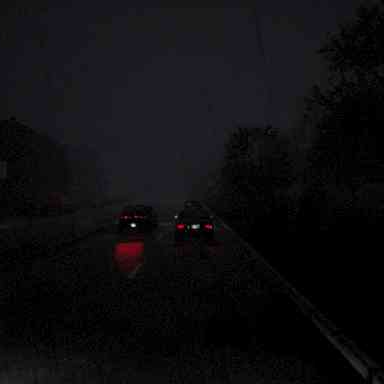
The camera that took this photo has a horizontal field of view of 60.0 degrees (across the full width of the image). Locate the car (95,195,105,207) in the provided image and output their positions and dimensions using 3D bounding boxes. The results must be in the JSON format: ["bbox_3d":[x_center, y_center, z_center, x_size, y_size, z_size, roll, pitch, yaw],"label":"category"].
[{"bbox_3d":[-15.490,1.378,51.204,2.185,1.767,4.553,0,0,0],"label":"car"}]

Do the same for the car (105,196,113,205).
[{"bbox_3d":[-15.502,1.384,56.730,2.185,1.767,4.553,0,0,0],"label":"car"}]

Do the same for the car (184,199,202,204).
[{"bbox_3d":[0.106,1.528,38.442,2.128,1.511,4.902,0,0,0],"label":"car"}]

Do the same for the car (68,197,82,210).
[{"bbox_3d":[-15.465,1.491,40.128,2.097,1.535,5.008,0,0,0],"label":"car"}]

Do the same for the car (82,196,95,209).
[{"bbox_3d":[-15.478,1.498,45.654,2.231,1.521,4.892,0,0,0],"label":"car"}]

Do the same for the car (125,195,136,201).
[{"bbox_3d":[-15.585,1.583,84.390,2.002,1.452,4.674,-2,0,0],"label":"car"}]

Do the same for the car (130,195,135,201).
[{"bbox_3d":[-15.555,1.566,78.894,2.163,1.488,4.792,0,0,0],"label":"car"}]

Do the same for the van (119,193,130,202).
[{"bbox_3d":[-15.540,1.304,73.282,1.878,1.987,4.442,0,0,0],"label":"van"}]

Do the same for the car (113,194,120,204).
[{"bbox_3d":[-15.516,1.557,62.351,2.002,1.452,4.674,0,0,0],"label":"car"}]

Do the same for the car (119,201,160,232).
[{"bbox_3d":[-3.146,1.524,20.224,1.837,1.490,4.892,0,0,0],"label":"car"}]

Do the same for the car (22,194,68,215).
[{"bbox_3d":[-15.452,1.233,34.695,2.435,2.045,5.566,0,0,0],"label":"car"}]

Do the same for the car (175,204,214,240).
[{"bbox_3d":[0.097,1.564,16.997,2.033,1.411,5.357,0,0,0],"label":"car"}]

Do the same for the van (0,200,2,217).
[{"bbox_3d":[-15.426,1.245,23.431,1.878,1.987,4.442,0,0,0],"label":"van"}]
